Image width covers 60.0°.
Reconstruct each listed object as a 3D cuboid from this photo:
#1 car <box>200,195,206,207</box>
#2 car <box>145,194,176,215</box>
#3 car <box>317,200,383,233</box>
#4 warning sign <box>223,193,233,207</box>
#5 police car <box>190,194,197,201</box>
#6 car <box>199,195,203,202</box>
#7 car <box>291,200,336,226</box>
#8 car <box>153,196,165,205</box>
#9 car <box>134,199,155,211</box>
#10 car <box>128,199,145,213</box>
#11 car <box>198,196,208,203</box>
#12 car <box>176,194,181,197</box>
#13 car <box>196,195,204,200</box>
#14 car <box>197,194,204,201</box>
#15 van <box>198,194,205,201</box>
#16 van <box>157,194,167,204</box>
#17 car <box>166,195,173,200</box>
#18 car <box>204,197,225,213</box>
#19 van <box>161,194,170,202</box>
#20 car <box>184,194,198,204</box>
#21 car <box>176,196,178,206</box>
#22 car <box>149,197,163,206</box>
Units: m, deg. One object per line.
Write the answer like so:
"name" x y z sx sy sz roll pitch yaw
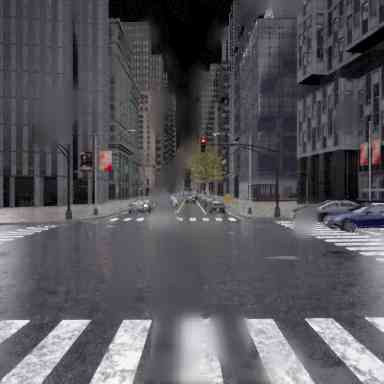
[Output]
"car" 2.592 1.553 47.318 1.887 1.381 4.507 0 0 0
"car" -3.183 1.226 34.690 2.150 2.045 5.566 0 0 0
"car" 9.477 1.328 17.716 4.674 1.442 1.812 -1 0 0
"warning sign" 4.912 1.122 45.519 1.300 1.860 1.060 0 0 0
"police car" 0.452 1.463 90.604 1.930 1.638 5.238 0 0 0
"car" 2.557 1.561 52.762 2.008 1.369 4.403 0 0 0
"car" 8.901 1.298 21.296 4.902 1.511 2.128 -1 0 4
"car" -6.023 1.540 61.184 1.752 1.417 4.829 0 0 0
"car" -5.895 1.557 41.370 2.008 1.369 4.403 0 0 0
"car" -5.863 1.555 36.377 2.008 1.369 4.403 0 0 0
"car" 2.425 1.588 73.213 1.947 1.339 4.313 0 0 0
"car" -3.301 1.537 54.683 1.812 1.442 4.674 0 0 0
"car" 2.289 1.592 94.367 2.008 1.369 4.403 0 0 0
"car" 2.493 1.566 62.634 2.008 1.369 4.403 0 0 0
"van" 2.356 1.372 83.790 1.690 1.788 3.998 0 0 0
"van" -6.059 1.360 66.767 1.690 1.788 3.998 0 0 0
"car" -6.233 1.623 93.832 1.802 1.307 4.206 0 0 0
"car" 2.662 1.555 36.429 2.008 1.369 4.403 0 0 0
"van" -6.129 1.367 77.594 1.690 1.788 3.998 0 0 0
"car" -0.287 1.543 65.595 1.812 1.442 4.674 0 0 0
"car" -3.247 1.608 44.642 1.895 1.301 4.718 0 0 0
"car" -5.989 1.578 55.941 1.947 1.339 4.313 0 0 0
